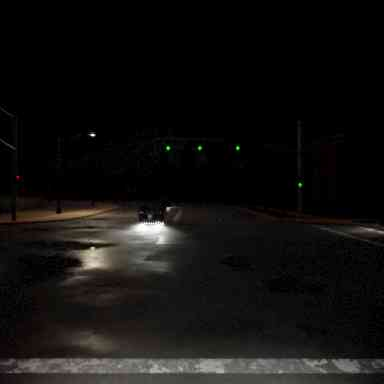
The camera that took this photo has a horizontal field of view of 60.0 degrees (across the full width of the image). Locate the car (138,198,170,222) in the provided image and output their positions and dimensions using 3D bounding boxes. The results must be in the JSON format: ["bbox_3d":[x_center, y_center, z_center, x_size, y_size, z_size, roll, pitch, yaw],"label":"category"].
[{"bbox_3d":[-3.027,1.486,26.305,2.128,1.511,4.902,0,0,0],"label":"car"}]
